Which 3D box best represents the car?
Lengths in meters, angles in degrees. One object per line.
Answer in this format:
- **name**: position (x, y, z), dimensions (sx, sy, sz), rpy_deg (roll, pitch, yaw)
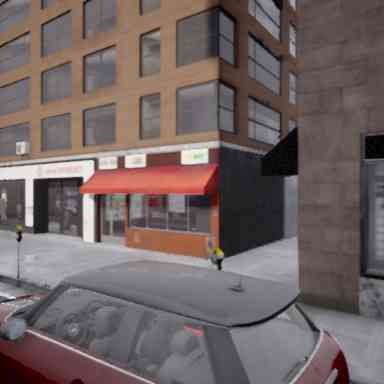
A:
- **car**: position (-0.697, 1.436, 3.308), dimensions (4.097, 1.590, 1.967), rpy_deg (0, 0, 36)
